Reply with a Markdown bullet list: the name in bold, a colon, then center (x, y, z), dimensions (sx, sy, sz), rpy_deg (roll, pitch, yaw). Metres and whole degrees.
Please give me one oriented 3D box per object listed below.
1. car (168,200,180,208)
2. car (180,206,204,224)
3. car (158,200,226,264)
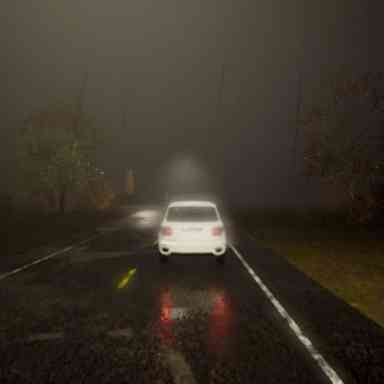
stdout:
- **car**: center (-3.512, 2.250, 64.570), dimensions (1.994, 1.385, 4.181), rpy_deg (0, -1, 1)
- **car**: center (0.022, 1.896, 28.230), dimensions (1.895, 1.301, 4.718), rpy_deg (0, -1, 0)
- **car**: center (0.012, 1.356, 12.556), dimensions (2.150, 2.045, 5.566), rpy_deg (0, 0, 0)
